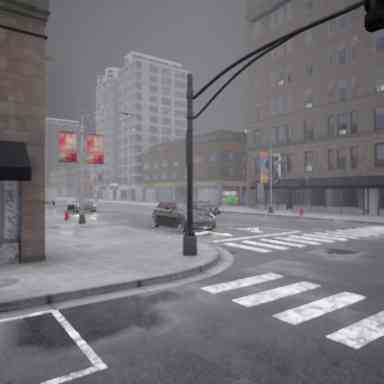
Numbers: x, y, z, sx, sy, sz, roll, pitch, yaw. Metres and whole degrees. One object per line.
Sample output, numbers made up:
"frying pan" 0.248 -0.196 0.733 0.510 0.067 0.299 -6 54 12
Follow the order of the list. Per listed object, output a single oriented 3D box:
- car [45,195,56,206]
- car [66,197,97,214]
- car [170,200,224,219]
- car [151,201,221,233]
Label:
"car" -21.324 1.236 48.536 1.837 1.490 4.892 0 0 -36
"car" -11.692 1.307 35.044 2.097 1.767 4.553 0 0 -36
"car" 0.328 1.512 29.874 2.033 1.411 5.357 0 0 -36
"car" -0.588 1.336 19.662 2.097 1.767 4.553 0 0 -36
